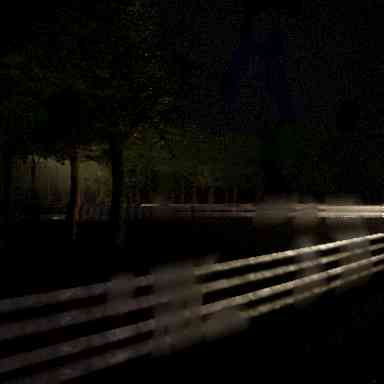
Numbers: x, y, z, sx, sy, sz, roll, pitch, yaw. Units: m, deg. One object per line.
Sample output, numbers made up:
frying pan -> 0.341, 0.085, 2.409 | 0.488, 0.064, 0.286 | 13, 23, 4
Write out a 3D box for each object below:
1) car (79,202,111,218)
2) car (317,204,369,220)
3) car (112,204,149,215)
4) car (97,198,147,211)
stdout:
car -> -10.446, 1.989, 35.139 | 4.181, 1.385, 1.994 | 0, -1, 7
car -> 14.493, 1.876, 32.030 | 4.674, 1.442, 1.812 | 0, -1, 7
car -> -7.736, 2.180, 41.849 | 4.181, 1.385, 1.994 | 0, -1, 7
car -> -8.401, 1.736, 38.416 | 5.566, 2.045, 2.150 | 0, -1, 7
